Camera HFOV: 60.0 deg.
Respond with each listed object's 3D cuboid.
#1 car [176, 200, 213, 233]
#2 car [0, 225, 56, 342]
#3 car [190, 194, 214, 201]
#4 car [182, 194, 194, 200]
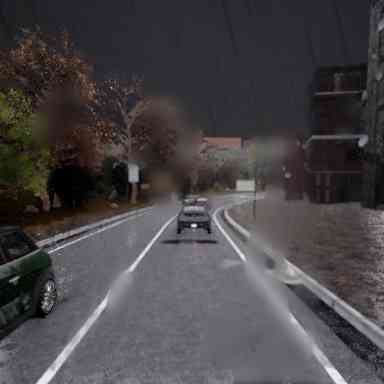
[{"bbox_3d":[0.123,1.465,19.411,1.837,1.490,4.892,0,0,0],"label":"car"},{"bbox_3d":[-3.596,1.343,4.338,2.097,1.767,4.553,0,0,0],"label":"car"},{"bbox_3d":[1.374,1.348,37.935,1.882,1.535,5.008,1,1,8],"label":"car"},{"bbox_3d":[-0.077,1.103,49.090,2.128,1.511,4.902,2,2,15],"label":"car"}]
